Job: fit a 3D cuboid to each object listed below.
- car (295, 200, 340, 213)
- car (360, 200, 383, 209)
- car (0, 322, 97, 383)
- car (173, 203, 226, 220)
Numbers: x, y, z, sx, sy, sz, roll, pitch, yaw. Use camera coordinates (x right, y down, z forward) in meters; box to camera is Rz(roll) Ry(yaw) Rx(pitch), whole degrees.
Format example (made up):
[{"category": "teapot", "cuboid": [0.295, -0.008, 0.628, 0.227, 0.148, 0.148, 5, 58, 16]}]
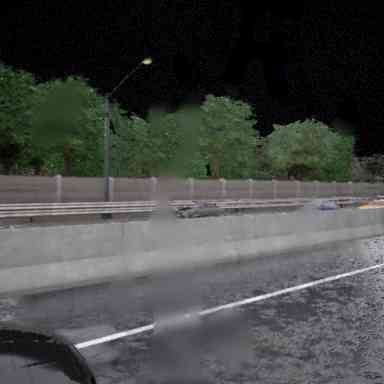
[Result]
[{"category": "car", "cuboid": [11.030, 1.470, 29.037, 4.674, 1.442, 1.812, 0, 0, -35]}, {"category": "car", "cuboid": [16.265, 1.412, 28.463, 5.008, 1.535, 1.882, 0, 0, -35]}, {"category": "car", "cuboid": [-2.945, 1.494, 1.645, 4.902, 1.511, 2.128, 0, 0, -35]}, {"category": "car", "cuboid": [0.622, 1.533, 25.920, 4.181, 1.385, 1.994, 0, 0, -35]}]
